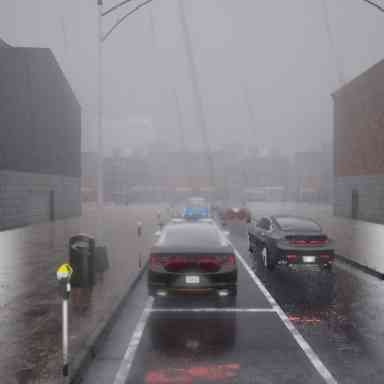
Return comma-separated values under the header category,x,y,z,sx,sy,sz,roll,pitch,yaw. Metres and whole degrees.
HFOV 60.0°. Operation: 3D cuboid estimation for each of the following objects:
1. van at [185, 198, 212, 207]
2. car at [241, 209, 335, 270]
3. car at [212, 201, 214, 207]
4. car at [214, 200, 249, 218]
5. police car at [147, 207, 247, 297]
category,x,y,z,sx,sy,sz,roll,pitch,yaw
van,0.374,1.345,25.499,1.690,1.788,3.998,-1,0,0
car,3.022,1.503,11.012,1.837,1.490,4.892,0,0,0
car,3.096,1.614,38.783,1.895,1.301,4.718,0,0,0
car,3.100,1.358,25.254,2.097,1.767,4.553,0,0,0
police car,0.012,1.424,8.761,1.930,1.638,5.238,0,0,0
